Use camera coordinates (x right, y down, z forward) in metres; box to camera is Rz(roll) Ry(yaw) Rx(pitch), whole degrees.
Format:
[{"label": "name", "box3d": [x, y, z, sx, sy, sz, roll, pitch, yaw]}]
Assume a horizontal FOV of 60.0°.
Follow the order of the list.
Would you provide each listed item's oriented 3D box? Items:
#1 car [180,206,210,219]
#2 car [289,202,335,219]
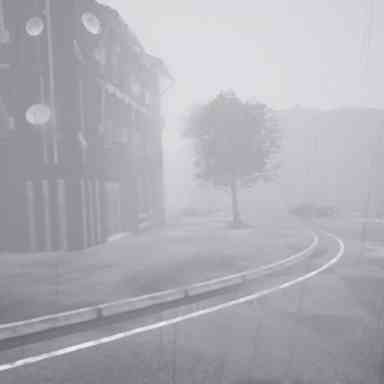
[{"label": "car", "box3d": [0.363, 2.551, 42.434, 1.837, 1.490, 4.892, -4, -1, -35]}, {"label": "car", "box3d": [11.314, 1.721, 31.873, 1.882, 1.535, 5.008, -3, -1, -22]}]
